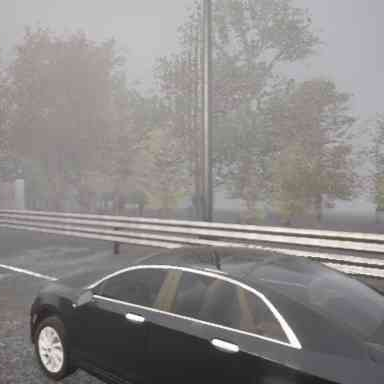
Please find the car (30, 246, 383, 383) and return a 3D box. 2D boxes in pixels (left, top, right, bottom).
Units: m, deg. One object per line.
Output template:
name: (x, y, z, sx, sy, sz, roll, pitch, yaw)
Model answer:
car: (0.038, 1.387, 3.764, 4.892, 1.490, 1.837, 0, 0, 38)
